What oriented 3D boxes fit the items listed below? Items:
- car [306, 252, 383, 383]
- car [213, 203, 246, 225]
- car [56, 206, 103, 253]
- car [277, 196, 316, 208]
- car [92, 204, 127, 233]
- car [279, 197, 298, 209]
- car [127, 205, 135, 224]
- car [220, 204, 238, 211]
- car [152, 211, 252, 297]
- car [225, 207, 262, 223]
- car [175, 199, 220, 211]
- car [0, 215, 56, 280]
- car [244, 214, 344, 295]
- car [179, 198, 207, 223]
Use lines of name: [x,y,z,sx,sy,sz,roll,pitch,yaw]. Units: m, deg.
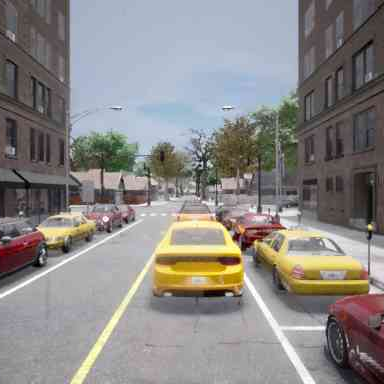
car: [2.644,1.582,2.877,1.802,1.307,4.206,0,0,0]
car: [2.716,1.577,24.950,1.947,1.339,4.313,0,0,0]
car: [-5.346,1.530,13.767,1.752,1.417,4.829,0,0,0]
car: [14.985,1.419,47.885,4.902,1.511,2.128,0,0,0]
car: [-5.327,1.448,19.456,1.967,1.590,4.097,0,0,0]
car: [14.399,1.456,44.627,4.674,1.442,1.812,0,0,2]
car: [-5.310,1.593,24.975,1.802,1.307,4.206,0,0,0]
car: [2.698,1.590,19.432,1.802,1.307,4.206,0,0,0]
car: [0.129,1.480,8.612,1.882,1.535,5.008,0,0,0]
car: [2.680,1.550,13.914,1.887,1.381,4.507,0,0,0]
car: [0.156,1.359,17.794,2.097,1.767,4.553,0,0,0]
car: [-5.363,1.442,8.418,1.967,1.590,4.097,0,0,0]
car: [2.663,1.528,8.566,1.752,1.417,4.829,0,0,0]
car: [0.085,1.365,26.636,2.097,1.767,4.553,0,0,0]
